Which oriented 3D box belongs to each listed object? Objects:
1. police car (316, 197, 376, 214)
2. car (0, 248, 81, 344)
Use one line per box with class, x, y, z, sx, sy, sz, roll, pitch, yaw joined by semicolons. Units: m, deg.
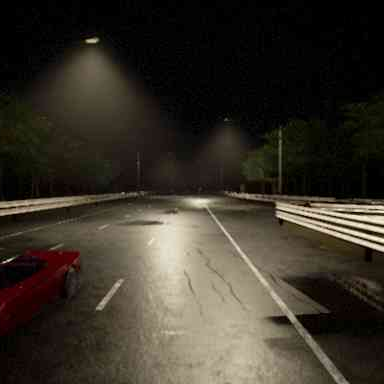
police car;10.980;1.198;24.723;1.930;1.638;5.238;0;0;-21
car;-3.401;1.560;5.370;1.895;1.301;4.718;0;0;0
